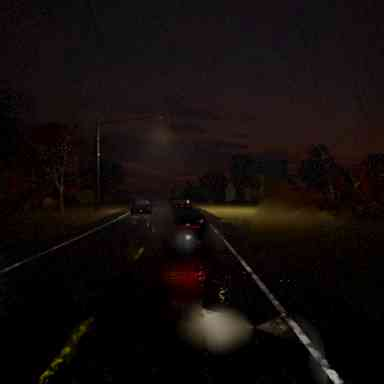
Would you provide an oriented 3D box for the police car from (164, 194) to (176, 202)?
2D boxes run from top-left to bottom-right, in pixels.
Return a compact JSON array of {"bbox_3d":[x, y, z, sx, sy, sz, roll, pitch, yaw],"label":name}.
[{"bbox_3d":[-4.320,1.280,72.008,1.930,1.638,5.238,0,0,-8],"label":"police car"}]

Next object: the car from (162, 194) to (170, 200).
[{"bbox_3d":[-6.903,1.332,87.778,1.812,1.442,4.674,0,0,-10],"label":"car"}]

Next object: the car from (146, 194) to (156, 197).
[{"bbox_3d":[-9.039,1.279,72.774,1.882,1.535,5.008,0,0,-8],"label":"car"}]

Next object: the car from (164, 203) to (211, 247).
[{"bbox_3d":[-0.200,1.484,14.980,1.837,1.490,4.892,0,0,-2],"label":"car"}]

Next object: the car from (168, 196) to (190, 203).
[{"bbox_3d":[-1.014,1.440,31.629,2.128,1.511,4.902,0,0,-4],"label":"car"}]

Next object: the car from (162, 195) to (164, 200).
[{"bbox_3d":[-5.867,1.305,81.833,1.882,1.535,5.008,0,0,-10],"label":"car"}]

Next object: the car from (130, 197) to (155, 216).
[{"bbox_3d":[-4.731,1.515,31.878,1.994,1.385,4.181,0,0,-4],"label":"car"}]
